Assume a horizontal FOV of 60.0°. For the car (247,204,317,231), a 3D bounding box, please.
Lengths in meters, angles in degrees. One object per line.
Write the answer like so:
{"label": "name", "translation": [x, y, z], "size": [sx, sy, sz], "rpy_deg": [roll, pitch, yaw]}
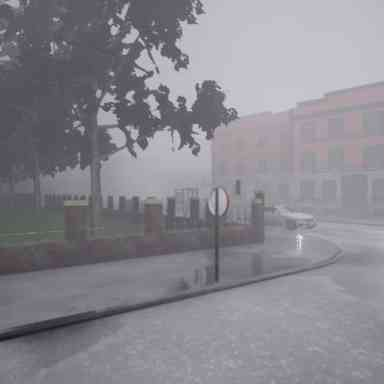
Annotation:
{"label": "car", "translation": [5.416, 1.516, 20.646], "size": [1.812, 1.442, 4.674], "rpy_deg": [0, 0, -36]}

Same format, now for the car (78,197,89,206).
{"label": "car", "translation": [-16.529, 1.525, 51.522], "size": [1.812, 1.442, 4.674], "rpy_deg": [0, 0, -36]}

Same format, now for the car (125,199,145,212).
{"label": "car", "translation": [-5.969, 1.495, 36.583], "size": [1.837, 1.490, 4.892], "rpy_deg": [0, 0, -35]}
